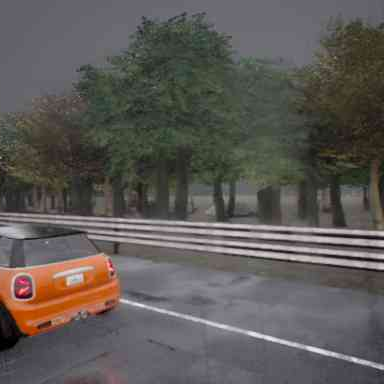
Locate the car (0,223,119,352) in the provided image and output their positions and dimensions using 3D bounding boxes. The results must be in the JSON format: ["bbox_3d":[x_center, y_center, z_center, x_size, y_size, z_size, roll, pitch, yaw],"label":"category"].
[{"bbox_3d":[-3.582,1.436,6.522,4.553,1.767,2.097,-1,-1,36],"label":"car"}]
